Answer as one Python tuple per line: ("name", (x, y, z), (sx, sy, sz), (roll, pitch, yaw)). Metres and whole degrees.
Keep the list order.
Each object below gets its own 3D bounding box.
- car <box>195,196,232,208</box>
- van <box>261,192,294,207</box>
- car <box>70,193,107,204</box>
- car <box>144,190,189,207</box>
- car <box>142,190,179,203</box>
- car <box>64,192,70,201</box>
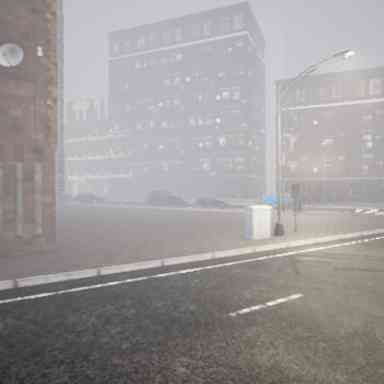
("car", (2.340, 1.122, 36.889), (4.206, 1.307, 1.802), (1, 0, 23))
("van", (10.912, 0.919, 42.343), (3.998, 1.788, 1.690), (1, 0, 23))
("car", (-13.200, 0.799, 43.533), (4.507, 1.381, 1.887), (1, 0, 23))
("car", (-2.833, 0.761, 39.105), (5.009, 1.841, 2.192), (1, 0, 23))
("car", (-4.623, 0.610, 48.983), (5.009, 1.841, 2.192), (1, 0, 23))
("car", (-19.620, 0.621, 49.169), (4.674, 1.442, 1.812), (1, 1, 24))
